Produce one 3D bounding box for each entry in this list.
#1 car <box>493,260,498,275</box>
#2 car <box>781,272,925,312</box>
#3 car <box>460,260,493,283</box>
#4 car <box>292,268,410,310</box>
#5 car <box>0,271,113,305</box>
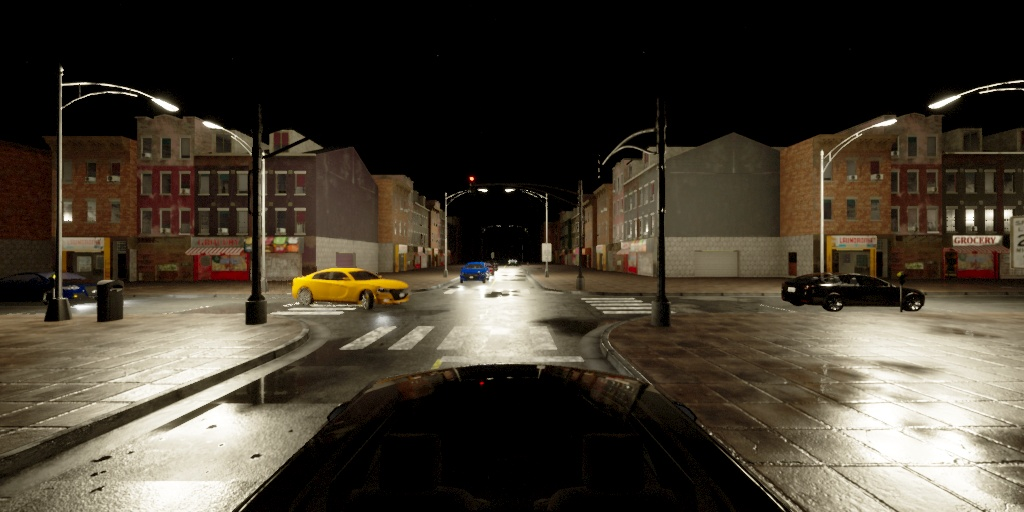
[{"bbox_3d":[-2.832,1.332,37.871,1.994,1.385,4.181,0,0,0],"label":"car"},{"bbox_3d":[12.359,1.266,13.176,4.313,1.339,1.948,0,0,0],"label":"car"},{"bbox_3d":[-2.822,1.238,27.920,1.882,1.535,5.008,0,0,1],"label":"car"},{"bbox_3d":[-6.533,1.240,14.585,5.008,1.535,1.882,0,-1,20],"label":"car"},{"bbox_3d":[-20.294,1.376,15.757,4.181,1.385,1.994,0,0,0],"label":"car"}]
